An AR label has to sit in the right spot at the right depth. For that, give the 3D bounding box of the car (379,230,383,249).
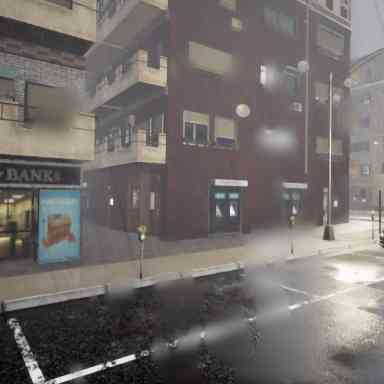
[{"bbox_3d":[9.077,1.554,13.107,4.403,1.369,2.008,0,1,-35],"label":"car"}]
